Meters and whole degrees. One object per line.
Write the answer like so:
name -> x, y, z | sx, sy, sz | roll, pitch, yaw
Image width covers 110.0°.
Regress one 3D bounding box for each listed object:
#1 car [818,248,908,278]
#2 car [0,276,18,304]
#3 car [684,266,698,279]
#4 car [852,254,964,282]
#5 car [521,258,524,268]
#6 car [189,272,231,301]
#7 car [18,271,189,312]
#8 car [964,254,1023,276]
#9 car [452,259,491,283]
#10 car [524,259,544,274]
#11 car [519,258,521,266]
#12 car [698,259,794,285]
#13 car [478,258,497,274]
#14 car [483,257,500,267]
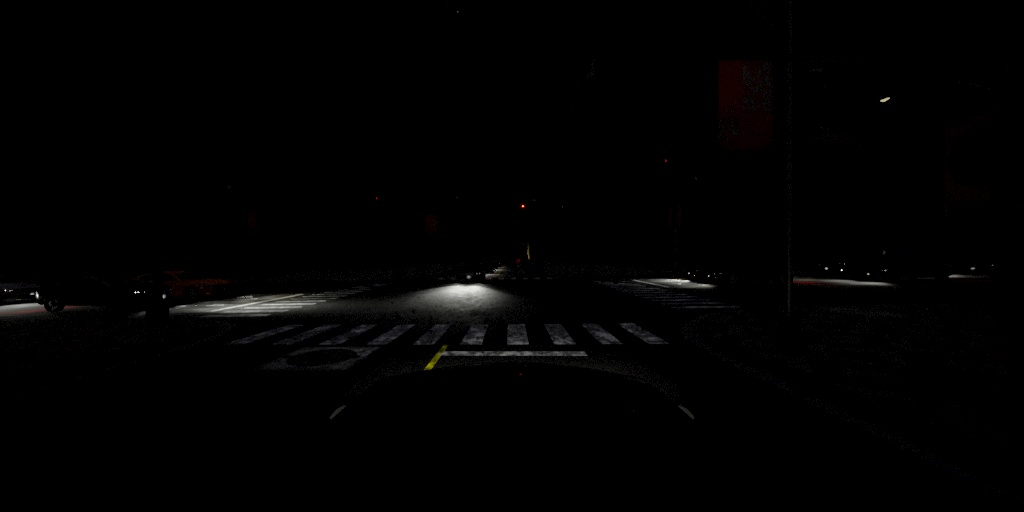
car -> 25.259, 0.490, 25.679 | 5.566, 2.045, 2.150 | -1, 0, 0
car -> -27.627, 1.763, 18.884 | 4.674, 1.442, 1.812 | -1, 0, 0
car -> 14.654, 1.020, 25.657 | 4.181, 1.385, 1.994 | -1, 0, 0
car -> 24.611, 0.812, 22.428 | 4.674, 1.442, 1.812 | -1, 0, 0
car -> 2.671, 1.303, 52.011 | 1.888, 1.381, 4.507 | 0, 0, 0
car -> -17.652, 1.528, 18.905 | 5.008, 1.535, 1.882 | -1, 0, 2
car -> -17.629, 1.546, 15.661 | 4.902, 1.511, 2.128 | -1, 0, 2
car -> 35.476, 0.585, 25.682 | 4.902, 1.511, 2.128 | -1, 0, 0
car -> -3.074, 1.244, 27.823 | 2.128, 1.511, 4.902 | 0, 0, 0
car -> 2.726, 1.305, 41.122 | 2.007, 1.370, 4.403 | 0, 0, 0
car -> 2.644, 1.311, 57.455 | 2.007, 1.370, 4.403 | 0, 0, 0
car -> 14.728, 0.965, 22.387 | 4.892, 1.490, 1.837 | -1, 0, 2
car -> -3.140, 1.302, 42.004 | 2.033, 1.411, 5.357 | 0, 0, 0
car -> -3.201, 1.286, 55.229 | 1.812, 1.442, 4.674 | 0, 0, 0
